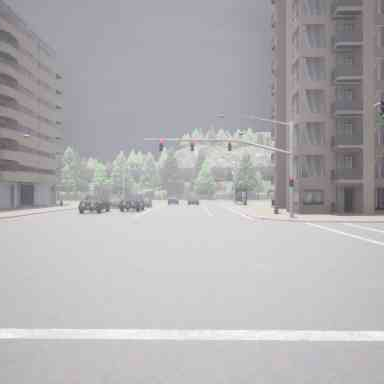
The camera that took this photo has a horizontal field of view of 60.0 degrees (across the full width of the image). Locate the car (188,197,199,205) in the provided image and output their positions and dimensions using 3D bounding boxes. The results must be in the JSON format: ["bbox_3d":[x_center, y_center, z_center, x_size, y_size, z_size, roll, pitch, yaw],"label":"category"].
[{"bbox_3d":[0.233,1.564,58.363,1.994,1.385,4.181,0,0,0],"label":"car"}]

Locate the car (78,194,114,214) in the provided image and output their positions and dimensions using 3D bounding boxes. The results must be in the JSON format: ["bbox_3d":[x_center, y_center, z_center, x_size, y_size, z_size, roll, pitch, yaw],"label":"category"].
[{"bbox_3d":[-10.514,1.221,36.253,2.150,2.045,5.566,0,0,0],"label":"car"}]

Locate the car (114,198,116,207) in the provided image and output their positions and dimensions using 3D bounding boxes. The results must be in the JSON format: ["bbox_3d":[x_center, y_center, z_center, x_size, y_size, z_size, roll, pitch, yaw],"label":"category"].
[{"bbox_3d":[-10.484,1.526,45.856,1.812,1.442,4.674,0,0,0],"label":"car"}]

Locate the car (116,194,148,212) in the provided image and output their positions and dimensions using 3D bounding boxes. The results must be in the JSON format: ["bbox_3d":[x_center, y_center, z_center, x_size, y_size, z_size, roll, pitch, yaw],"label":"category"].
[{"bbox_3d":[-7.005,1.221,39.457,2.150,2.045,5.566,0,0,0],"label":"car"}]

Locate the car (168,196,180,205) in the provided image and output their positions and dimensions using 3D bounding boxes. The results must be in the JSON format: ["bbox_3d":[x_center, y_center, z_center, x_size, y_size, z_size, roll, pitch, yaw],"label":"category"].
[{"bbox_3d":[-3.363,1.526,60.018,1.812,1.442,4.674,0,0,0],"label":"car"}]

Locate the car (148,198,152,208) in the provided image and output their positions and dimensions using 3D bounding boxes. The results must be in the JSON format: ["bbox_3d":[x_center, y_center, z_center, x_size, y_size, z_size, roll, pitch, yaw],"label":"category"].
[{"bbox_3d":[-6.969,1.526,48.986,1.812,1.442,4.674,0,0,0],"label":"car"}]
